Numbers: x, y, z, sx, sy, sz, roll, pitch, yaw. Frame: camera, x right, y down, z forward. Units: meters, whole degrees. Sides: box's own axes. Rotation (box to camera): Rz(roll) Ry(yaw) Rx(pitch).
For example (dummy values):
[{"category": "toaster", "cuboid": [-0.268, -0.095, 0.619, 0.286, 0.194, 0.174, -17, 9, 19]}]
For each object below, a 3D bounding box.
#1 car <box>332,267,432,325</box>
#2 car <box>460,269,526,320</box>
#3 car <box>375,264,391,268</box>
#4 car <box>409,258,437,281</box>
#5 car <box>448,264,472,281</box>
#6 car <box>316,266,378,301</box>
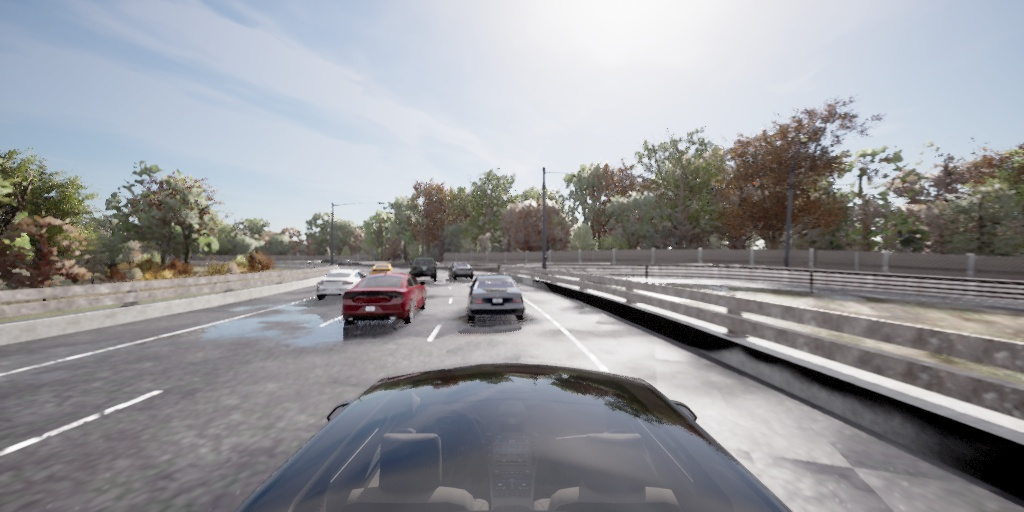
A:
[{"category": "car", "cuboid": [-4.132, 1.310, 12.323, 1.882, 1.535, 5.008, 0, 0, -6]}, {"category": "car", "cuboid": [-0.669, 1.372, 13.019, 2.033, 1.411, 5.357, 0, 0, -6]}, {"category": "car", "cuboid": [-12.347, 1.480, 34.286, 1.882, 1.535, 5.008, 0, 0, -18]}, {"category": "car", "cuboid": [-8.045, 1.197, 32.414, 2.150, 2.045, 5.566, 0, 0, -17]}, {"category": "car", "cuboid": [-4.879, 1.464, 33.862, 2.128, 1.511, 4.902, 0, 0, -17]}, {"category": "car", "cuboid": [-8.494, 1.413, 18.460, 1.812, 1.442, 4.674, 0, 0, -9]}]
